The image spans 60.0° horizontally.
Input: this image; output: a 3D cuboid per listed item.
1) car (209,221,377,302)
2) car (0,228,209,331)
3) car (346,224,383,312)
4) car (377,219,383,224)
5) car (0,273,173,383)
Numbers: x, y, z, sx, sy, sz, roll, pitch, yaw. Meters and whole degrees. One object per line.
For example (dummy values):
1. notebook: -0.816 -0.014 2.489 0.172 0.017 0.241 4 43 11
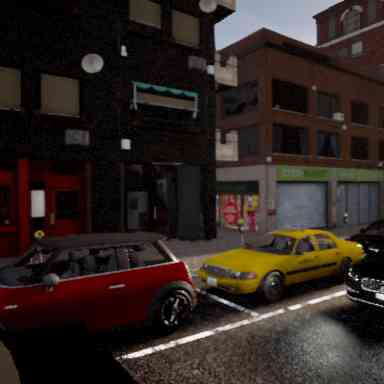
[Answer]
1. car: 2.391 1.531 8.228 4.829 1.417 1.752 0 -1 -35
2. car: -2.002 1.419 5.169 4.097 1.590 1.967 0 -1 -35
3. car: 5.194 1.531 7.004 4.892 1.490 1.837 0 0 -35
4. car: 7.064 1.599 11.482 4.313 1.339 1.947 0 -1 -35
5. car: -2.584 1.580 1.589 4.718 1.301 1.895 0 0 -35
